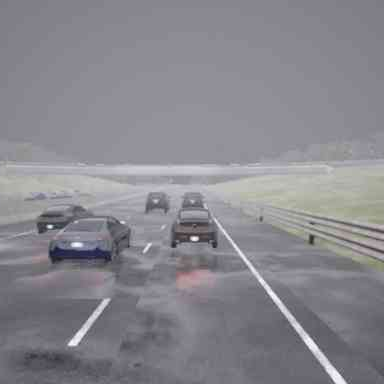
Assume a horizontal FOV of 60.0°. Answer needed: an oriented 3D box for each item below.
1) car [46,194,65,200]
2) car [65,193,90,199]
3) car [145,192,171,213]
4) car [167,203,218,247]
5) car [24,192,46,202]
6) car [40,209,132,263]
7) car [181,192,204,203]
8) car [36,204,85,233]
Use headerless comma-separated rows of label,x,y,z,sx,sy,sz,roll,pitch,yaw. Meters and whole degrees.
car,-21.070,0.940,53.489,1.895,1.301,4.718,0,2,1
car,-17.589,0.861,52.418,2.128,1.511,4.902,0,2,0
car,-3.427,0.995,34.032,2.150,2.045,5.566,0,1,0
car,0.094,1.443,14.602,1.837,1.490,4.892,0,0,0
car,-24.581,0.849,52.381,1.882,1.535,5.008,0,2,0
car,-3.406,1.521,11.863,1.994,1.385,4.181,0,0,0
car,0.085,0.996,33.986,2.150,2.045,5.566,0,1,0
car,-6.908,1.419,18.604,1.837,1.490,4.892,0,0,0
